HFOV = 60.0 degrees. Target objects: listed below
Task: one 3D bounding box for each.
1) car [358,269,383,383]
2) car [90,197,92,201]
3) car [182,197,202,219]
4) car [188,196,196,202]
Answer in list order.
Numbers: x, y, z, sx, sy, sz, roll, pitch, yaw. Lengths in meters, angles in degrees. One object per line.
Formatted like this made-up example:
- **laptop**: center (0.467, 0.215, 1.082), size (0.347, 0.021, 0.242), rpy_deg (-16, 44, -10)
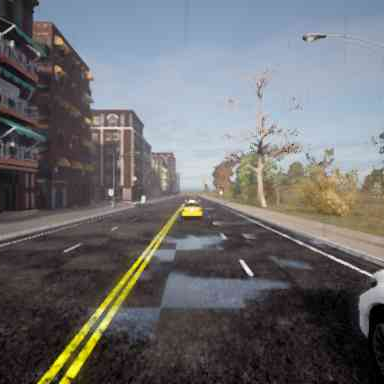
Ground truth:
- **car**: center (3.250, 1.227, 1.991), size (2.150, 2.045, 5.566), rpy_deg (0, 0, 0)
- **car**: center (-22.796, 1.417, 68.205), size (4.403, 1.369, 2.008), rpy_deg (1, 0, -1)
- **car**: center (-0.001, 1.540, 30.411), size (1.801, 1.575, 5.366), rpy_deg (0, 0, 0)
- **car**: center (0.003, 1.773, 84.751), size (2.128, 1.511, 4.902), rpy_deg (0, 0, 0)
